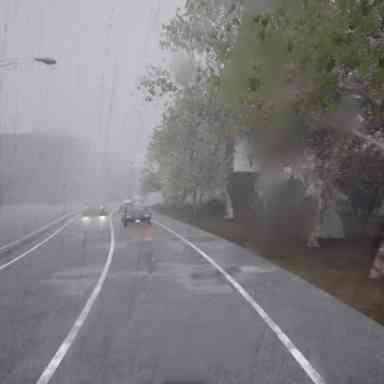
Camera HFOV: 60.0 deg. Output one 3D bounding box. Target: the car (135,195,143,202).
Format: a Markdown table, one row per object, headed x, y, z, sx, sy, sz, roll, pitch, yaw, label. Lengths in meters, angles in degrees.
| x | y | z | sx | sy | sz | roll | pitch | yaw | label |
| --- | --- | --- | --- | --- | --- | --- | --- | --- | --- |
| -12.645 | 1.494 | 76.366 | 1.812 | 1.442 | 4.674 | 0 | 0 | 6 | car |

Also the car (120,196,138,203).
| x | y | z | sx | sy | sz | roll | pitch | yaw | label |
| --- | --- | --- | --- | --- | --- | --- | --- | --- | --- |
| -8.177 | 1.630 | 42.284 | 1.812 | 1.442 | 4.674 | -1 | 0 | -10 | car |

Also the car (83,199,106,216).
| x | y | z | sx | sy | sz | roll | pitch | yaw | label |
| --- | --- | --- | --- | --- | --- | --- | --- | --- | --- |
| -10.248 | 1.536 | 35.135 | 2.097 | 1.767 | 4.553 | -1 | 0 | -12 | car |

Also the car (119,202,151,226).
| x | y | z | sx | sy | sz | roll | pitch | yaw | label |
| --- | --- | --- | --- | --- | --- | --- | --- | --- | --- |
| -4.187 | 1.659 | 24.445 | 1.895 | 1.301 | 4.718 | -2 | 0 | -14 | car |
